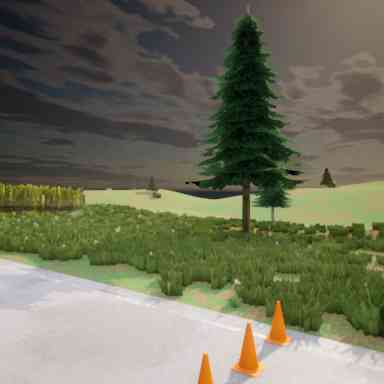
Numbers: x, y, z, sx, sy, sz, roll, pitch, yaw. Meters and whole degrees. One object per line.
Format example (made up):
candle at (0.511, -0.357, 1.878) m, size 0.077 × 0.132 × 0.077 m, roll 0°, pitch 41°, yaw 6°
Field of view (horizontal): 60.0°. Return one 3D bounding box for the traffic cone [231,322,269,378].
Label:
traffic cone at (0.725, 1.955, 4.246) m, size 0.340 × 0.580 × 0.340 m, roll 0°, pitch 0°, yaw 36°

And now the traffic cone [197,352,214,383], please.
traffic cone at (0.140, 1.955, 3.434) m, size 0.340 × 0.580 × 0.340 m, roll 0°, pitch 0°, yaw 36°

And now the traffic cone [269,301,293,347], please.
traffic cone at (1.310, 1.955, 5.057) m, size 0.340 × 0.580 × 0.340 m, roll 0°, pitch 0°, yaw 36°
